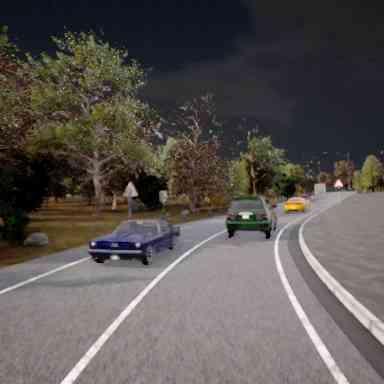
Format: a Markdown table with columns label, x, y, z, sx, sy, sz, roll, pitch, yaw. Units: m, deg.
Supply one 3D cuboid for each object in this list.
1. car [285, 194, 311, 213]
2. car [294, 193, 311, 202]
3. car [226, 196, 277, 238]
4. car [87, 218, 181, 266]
| label | x | y | z | sx | sy | sz | roll | pitch | yaw |
| --- | --- | --- | --- | --- | --- | --- | --- | --- | --- |
| car | 11.116 | 1.295 | 34.990 | 1.882 | 1.535 | 5.008 | -2 | 1 | 28 |
| car | 18.444 | 0.928 | 55.444 | 1.895 | 1.301 | 4.718 | -2 | 0 | 29 |
| car | 3.346 | 1.259 | 18.154 | 2.150 | 2.045 | 5.566 | -2 | 0 | 18 |
| car | -1.848 | 1.668 | 12.063 | 1.895 | 1.301 | 4.718 | -1 | -1 | 12 |
